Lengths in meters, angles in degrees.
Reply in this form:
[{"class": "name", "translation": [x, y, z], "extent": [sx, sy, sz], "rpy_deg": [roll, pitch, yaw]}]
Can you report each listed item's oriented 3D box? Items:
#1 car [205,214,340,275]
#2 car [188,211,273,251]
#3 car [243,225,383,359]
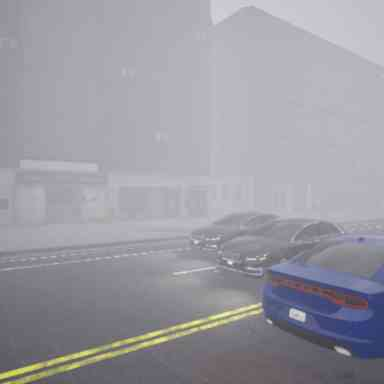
[{"class": "car", "translation": [2.938, 1.539, 9.776], "extent": [4.892, 1.490, 1.837], "rpy_deg": [0, 0, -36]}, {"class": "car", "translation": [2.124, 1.545, 13.189], "extent": [4.892, 1.490, 1.837], "rpy_deg": [0, 0, -36]}, {"class": "car", "translation": [3.425, 1.503, 5.889], "extent": [5.008, 1.535, 1.882], "rpy_deg": [0, 0, -36]}]
